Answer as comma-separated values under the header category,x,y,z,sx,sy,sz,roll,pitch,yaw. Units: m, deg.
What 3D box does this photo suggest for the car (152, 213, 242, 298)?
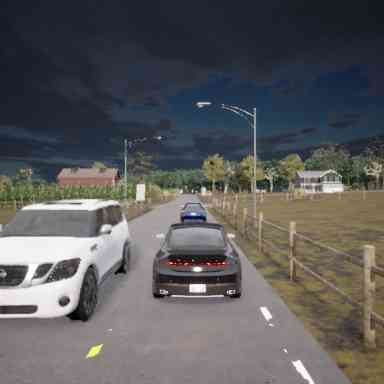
category,x,y,z,sx,sy,sz,roll,pitch,yaw
car,0.101,1.505,8.490,1.837,1.490,4.892,0,0,0

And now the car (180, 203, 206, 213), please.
category,x,y,z,sx,sy,sz,roll,pitch,yaw
car,0.104,1.538,26.152,1.994,1.385,4.181,0,0,0

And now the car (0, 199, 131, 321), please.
category,x,y,z,sx,sy,sz,roll,pitch,yaw
car,-2.850,1.222,7.612,2.150,2.045,5.566,0,0,0
